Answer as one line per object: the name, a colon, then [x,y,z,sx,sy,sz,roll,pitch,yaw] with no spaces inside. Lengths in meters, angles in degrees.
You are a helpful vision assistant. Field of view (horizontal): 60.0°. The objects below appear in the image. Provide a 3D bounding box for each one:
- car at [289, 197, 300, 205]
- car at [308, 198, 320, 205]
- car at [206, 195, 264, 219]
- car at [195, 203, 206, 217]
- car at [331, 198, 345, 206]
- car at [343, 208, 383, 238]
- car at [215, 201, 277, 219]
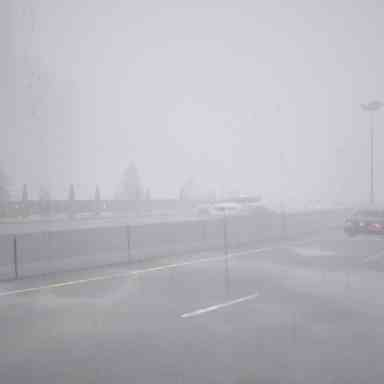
car: [20.612,1.754,66.961,1.882,1.535,5.008,0,0,12]
car: [23.216,1.840,63.119,1.895,1.301,4.718,0,0,16]
car: [3.936,1.266,26.960,2.150,2.045,5.566,0,0,41]
car: [2.307,1.410,30.490,2.097,1.767,4.553,0,0,40]
car: [25.034,1.759,57.244,1.994,1.385,4.181,0,0,18]
car: [9.644,1.569,17.356,2.033,1.411,5.357,0,0,43]
car: [3.883,1.555,21.787,1.812,1.442,4.674,0,0,43]
